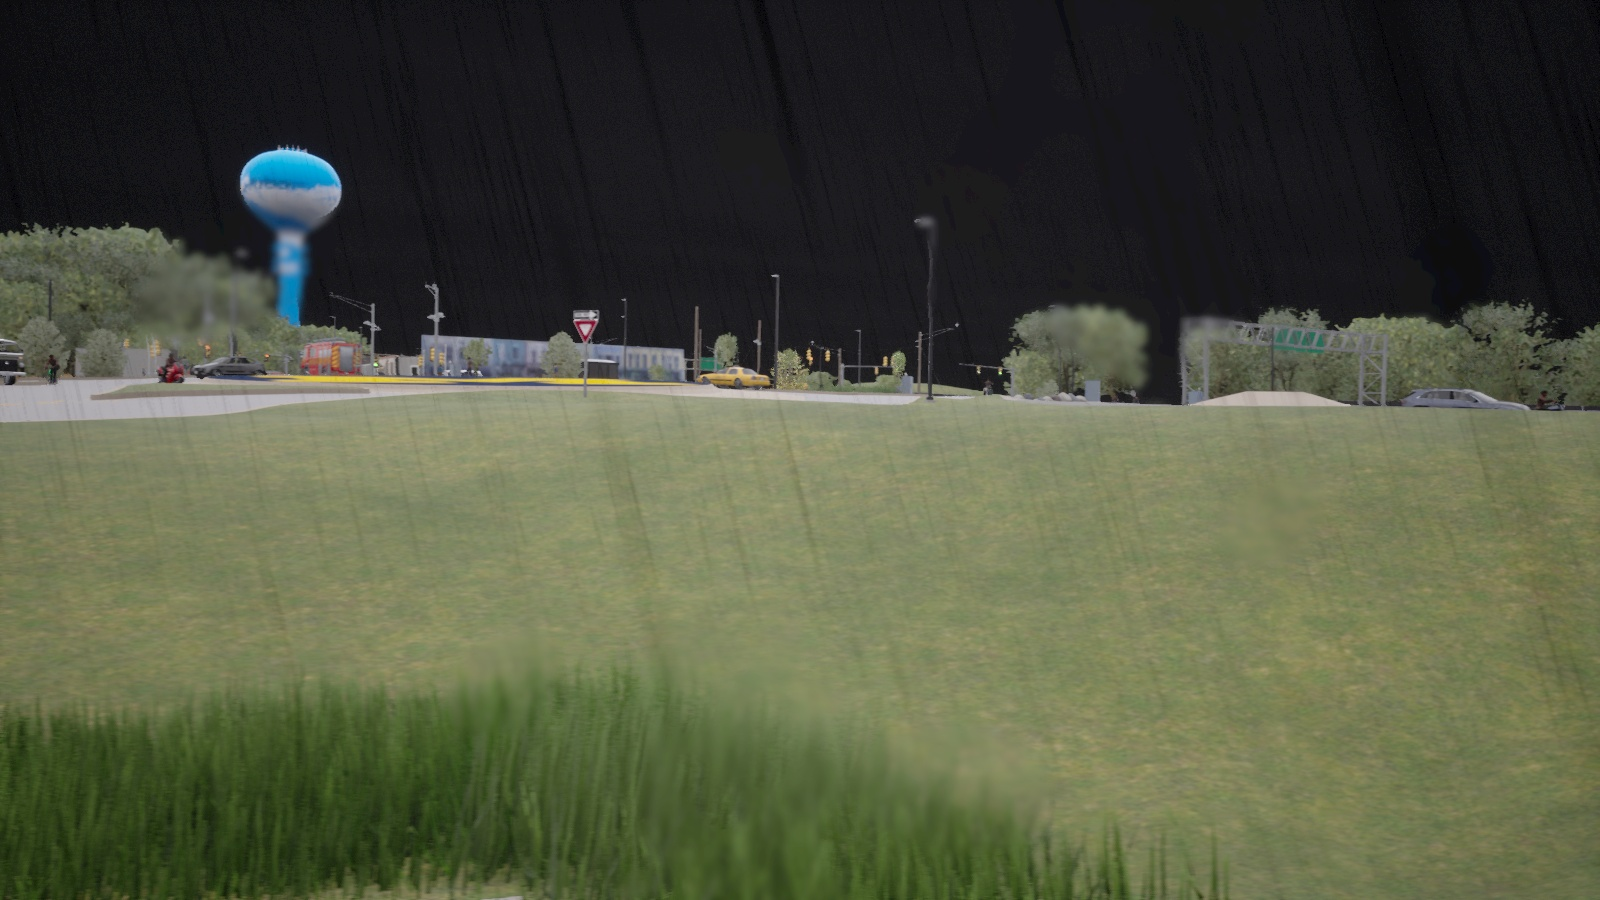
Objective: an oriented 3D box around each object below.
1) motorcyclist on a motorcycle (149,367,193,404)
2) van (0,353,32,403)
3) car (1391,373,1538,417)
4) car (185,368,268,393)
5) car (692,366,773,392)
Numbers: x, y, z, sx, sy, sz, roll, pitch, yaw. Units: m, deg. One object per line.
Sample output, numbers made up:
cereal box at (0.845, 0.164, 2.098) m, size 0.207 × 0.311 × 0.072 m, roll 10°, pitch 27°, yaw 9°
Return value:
motorcyclist on a motorcycle at (-26.244, -2.693, 52.372) m, size 2.044 × 1.523 × 0.797 m, roll 3°, pitch 5°, yaw 37°
van at (-34.941, -3.009, 53.169) m, size 4.480 × 2.038 × 2.069 m, roll 0°, pitch 1°, yaw 26°
car at (26.804, -2.272, 50.781) m, size 4.856 × 1.649 × 2.033 m, roll 4°, pitch 6°, yaw 44°
car at (-34.901, -4.234, 76.486) m, size 1.816 × 1.474 × 4.193 m, roll 1°, pitch 3°, yaw 34°
car at (-4.430, -4.655, 81.898) m, size 5.366 × 1.575 × 1.801 m, roll 4°, pitch 3°, yaw 39°
